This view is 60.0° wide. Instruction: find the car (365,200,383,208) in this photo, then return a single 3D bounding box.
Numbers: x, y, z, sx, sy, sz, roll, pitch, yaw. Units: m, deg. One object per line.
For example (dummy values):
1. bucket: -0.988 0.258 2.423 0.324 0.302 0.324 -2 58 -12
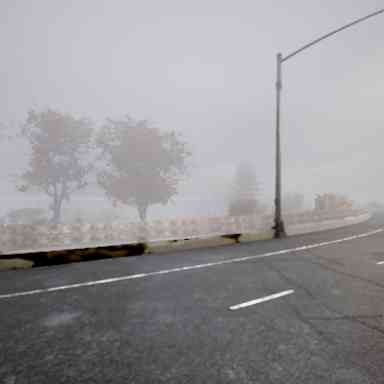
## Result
1. car: 38.443 2.561 70.666 2.097 1.767 4.553 0 -1 10
